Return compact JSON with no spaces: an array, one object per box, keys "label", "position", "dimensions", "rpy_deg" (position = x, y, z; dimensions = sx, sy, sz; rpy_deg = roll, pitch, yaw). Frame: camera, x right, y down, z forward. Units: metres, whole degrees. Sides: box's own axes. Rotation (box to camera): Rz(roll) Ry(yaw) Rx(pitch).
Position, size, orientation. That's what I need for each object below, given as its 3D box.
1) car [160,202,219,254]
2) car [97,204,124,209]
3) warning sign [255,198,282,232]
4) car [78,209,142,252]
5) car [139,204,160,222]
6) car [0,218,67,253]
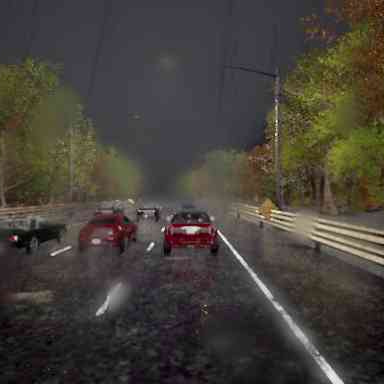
[{"label":"car","position":[-0.054,1.495,14.343],"dimensions":[2.097,1.767,4.553],"rpy_deg":[0,-1,0]},{"label":"car","position":[-7.261,1.806,29.508],"dimensions":[2.128,1.511,4.902],"rpy_deg":[0,-1,-1]},{"label":"warning sign","position":[4.431,1.315,19.410],"dimensions":[1.300,1.860,1.060],"rpy_deg":[-1,-1,-1]},{"label":"car","position":[-3.555,1.673,14.603],"dimensions":[1.812,1.442,4.674],"rpy_deg":[0,0,0]},{"label":"car","position":[-3.762,1.807,29.573],"dimensions":[2.128,1.511,4.902],"rpy_deg":[0,-1,-1]},{"label":"car","position":[-7.054,1.745,14.309],"dimensions":[1.895,1.301,4.718],"rpy_deg":[0,-1,0]}]
